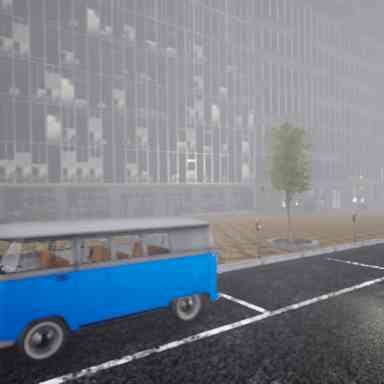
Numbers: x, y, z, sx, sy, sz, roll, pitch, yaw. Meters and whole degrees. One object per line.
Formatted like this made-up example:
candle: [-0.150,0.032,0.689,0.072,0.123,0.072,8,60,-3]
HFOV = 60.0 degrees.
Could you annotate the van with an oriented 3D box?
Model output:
van: [-1.427,1.342,5.560,3.998,1.788,1.690,0,-1,-35]
